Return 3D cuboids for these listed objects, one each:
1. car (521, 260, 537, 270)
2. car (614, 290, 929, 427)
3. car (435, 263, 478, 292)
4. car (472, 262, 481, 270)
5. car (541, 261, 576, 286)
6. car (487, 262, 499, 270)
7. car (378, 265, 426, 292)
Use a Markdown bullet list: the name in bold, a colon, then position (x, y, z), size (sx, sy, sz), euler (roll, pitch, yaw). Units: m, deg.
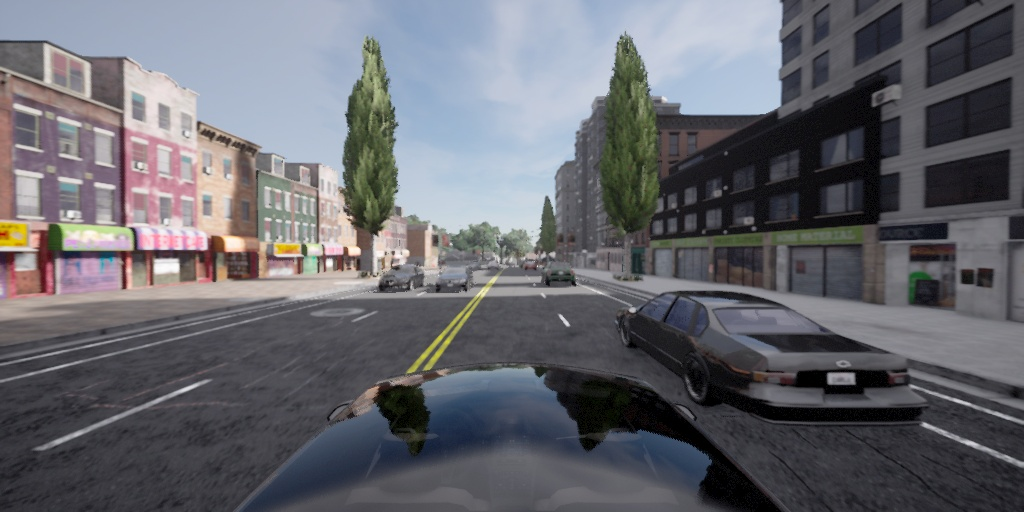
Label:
- **car**: position (3.238, 1.742, 62.759), size (2.163, 1.488, 4.792), euler (0, -1, 0)
- **car**: position (3.347, 1.296, 6.158), size (2.033, 1.411, 5.357), euler (0, 0, 0)
- **car**: position (-3.352, 1.325, 21.683), size (1.812, 1.442, 4.674), euler (0, 0, 0)
- **car**: position (-6.541, 1.745, 63.511), size (2.128, 1.511, 4.902), euler (0, -1, 1)
- **car**: position (3.344, 1.176, 26.557), size (2.097, 1.767, 4.553), euler (0, 0, 0)
- **car**: position (-3.290, 1.764, 62.796), size (1.812, 1.442, 4.674), euler (0, -1, 1)
- **car**: position (-6.602, 1.306, 21.989), size (1.837, 1.490, 4.892), euler (0, 0, 0)
